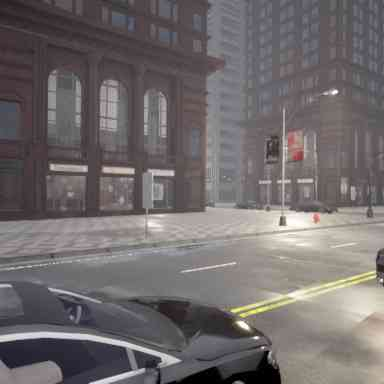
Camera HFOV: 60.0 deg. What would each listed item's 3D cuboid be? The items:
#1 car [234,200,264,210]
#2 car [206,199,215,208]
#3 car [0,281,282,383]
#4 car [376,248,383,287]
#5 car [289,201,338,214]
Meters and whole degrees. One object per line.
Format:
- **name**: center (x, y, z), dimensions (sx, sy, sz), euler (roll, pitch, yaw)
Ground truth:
- **car**: center (7.720, 1.785, 45.289), dimensions (1.994, 1.385, 4.181), euler (1, -1, -35)
- **car**: center (1.690, 1.746, 53.780), dimensions (1.882, 1.535, 5.008), euler (1, -1, -35)
- **car**: center (-1.387, 1.492, 2.450), dimensions (4.902, 1.511, 2.128), euler (0, 0, -36)
- **car**: center (6.227, 1.515, 7.874), dimensions (4.892, 1.490, 1.837), euler (0, 0, -35)
- **car**: center (13.478, 1.723, 37.188), dimensions (2.033, 1.411, 5.357), euler (1, -1, -35)
